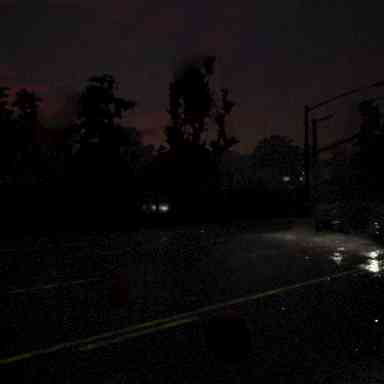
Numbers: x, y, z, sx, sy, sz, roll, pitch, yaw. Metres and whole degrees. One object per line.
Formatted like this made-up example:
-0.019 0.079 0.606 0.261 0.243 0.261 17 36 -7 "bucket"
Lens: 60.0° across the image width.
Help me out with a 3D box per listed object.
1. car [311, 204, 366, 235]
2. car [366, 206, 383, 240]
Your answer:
8.802 1.454 18.808 5.008 1.535 1.882 0 0 -35 "car"
10.613 1.451 15.804 5.008 1.535 1.882 0 0 -35 "car"
